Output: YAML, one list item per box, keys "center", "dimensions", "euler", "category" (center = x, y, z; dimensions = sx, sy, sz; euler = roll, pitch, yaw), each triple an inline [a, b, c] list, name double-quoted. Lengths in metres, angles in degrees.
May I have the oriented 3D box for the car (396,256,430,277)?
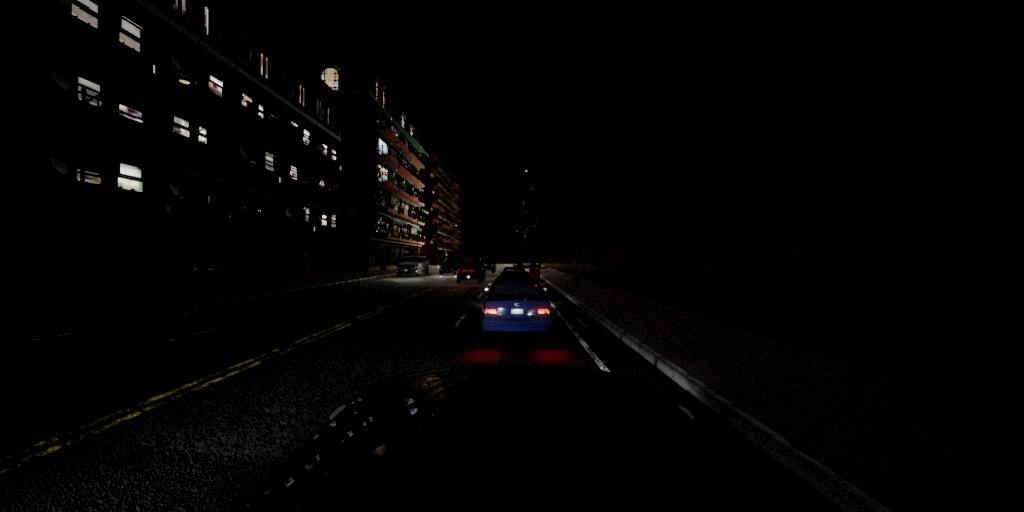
- center: [-9.790, 0.975, 35.844]
  dimensions: [2.150, 2.045, 5.566]
  euler: [0, 0, 0]
  category: "car"

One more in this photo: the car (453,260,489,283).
- center: [-3.103, 1.256, 28.046]
  dimensions: [1.837, 1.490, 4.892]
  euler: [0, -1, 0]
  category: "car"

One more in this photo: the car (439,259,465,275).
- center: [-6.536, 1.258, 38.266]
  dimensions: [1.837, 1.490, 4.892]
  euler: [0, 0, 0]
  category: "car"

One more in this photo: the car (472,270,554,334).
- center: [0.117, 1.299, 10.613]
  dimensions: [2.033, 1.411, 5.357]
  euler: [0, 0, 0]
  category: "car"

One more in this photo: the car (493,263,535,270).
- center: [0.128, 1.317, 20.946]
  dimensions: [1.994, 1.385, 4.181]
  euler: [0, 0, 1]
  category: "car"

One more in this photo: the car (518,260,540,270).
- center: [1.188, 1.105, 29.880]
  dimensions: [2.097, 1.767, 4.553]
  euler: [0, 0, 0]
  category: "car"

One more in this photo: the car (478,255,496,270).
- center: [-3.071, 1.105, 44.180]
  dimensions: [2.097, 1.767, 4.553]
  euler: [0, 0, 0]
  category: "car"
